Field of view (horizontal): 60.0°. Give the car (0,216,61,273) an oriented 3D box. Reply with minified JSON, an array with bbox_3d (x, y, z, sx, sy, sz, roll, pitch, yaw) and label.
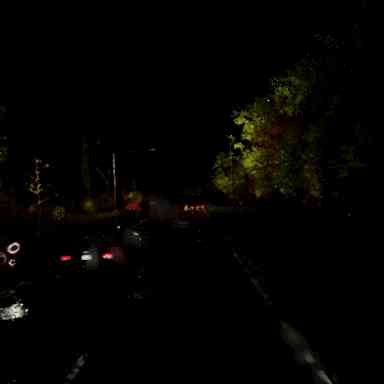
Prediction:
[{"bbox_3d":[-6.604,1.884,12.754,2.097,1.767,4.553,-3,-1,0],"label":"car"}]

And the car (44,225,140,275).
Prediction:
[{"bbox_3d":[-3.074,1.919,11.939,2.033,1.411,5.357,-3,0,-2],"label":"car"}]

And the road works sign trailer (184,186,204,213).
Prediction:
[{"bbox_3d":[0.216,0.973,46.006,2.380,3.560,2.880,-3,0,1],"label":"road works sign trailer"}]

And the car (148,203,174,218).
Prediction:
[{"bbox_3d":[-2.968,1.901,33.854,1.994,1.385,4.181,0,-1,0],"label":"car"}]

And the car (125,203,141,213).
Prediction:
[{"bbox_3d":[-9.485,2.500,53.336,1.882,1.535,5.008,-3,0,1],"label":"car"}]
